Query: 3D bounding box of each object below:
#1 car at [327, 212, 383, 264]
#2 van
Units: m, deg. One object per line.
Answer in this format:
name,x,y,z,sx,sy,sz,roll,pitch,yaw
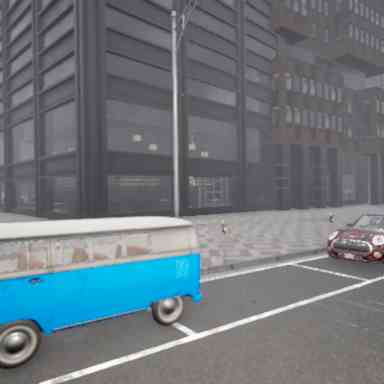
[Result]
car,6.378,1.407,11.213,4.097,1.590,1.967,0,-1,-35
van,-1.724,1.337,5.435,3.998,1.788,1.690,0,-1,-35
